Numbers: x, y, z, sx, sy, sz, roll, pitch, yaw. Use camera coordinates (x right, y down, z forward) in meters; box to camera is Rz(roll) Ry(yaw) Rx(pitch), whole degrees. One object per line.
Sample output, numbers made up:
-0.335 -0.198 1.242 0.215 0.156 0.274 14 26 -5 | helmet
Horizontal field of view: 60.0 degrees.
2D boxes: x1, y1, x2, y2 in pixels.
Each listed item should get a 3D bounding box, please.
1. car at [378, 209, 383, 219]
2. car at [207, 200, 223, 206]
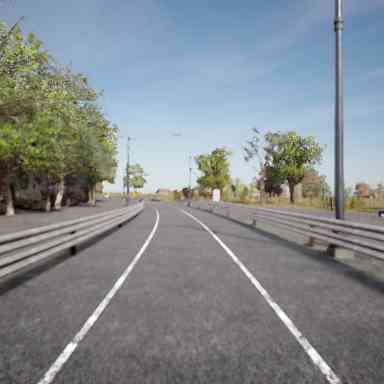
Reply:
21.637 2.089 34.149 1.837 1.490 4.892 0 -1 -25 | car
4.620 2.357 70.386 1.895 1.301 4.718 0 0 -25 | car
